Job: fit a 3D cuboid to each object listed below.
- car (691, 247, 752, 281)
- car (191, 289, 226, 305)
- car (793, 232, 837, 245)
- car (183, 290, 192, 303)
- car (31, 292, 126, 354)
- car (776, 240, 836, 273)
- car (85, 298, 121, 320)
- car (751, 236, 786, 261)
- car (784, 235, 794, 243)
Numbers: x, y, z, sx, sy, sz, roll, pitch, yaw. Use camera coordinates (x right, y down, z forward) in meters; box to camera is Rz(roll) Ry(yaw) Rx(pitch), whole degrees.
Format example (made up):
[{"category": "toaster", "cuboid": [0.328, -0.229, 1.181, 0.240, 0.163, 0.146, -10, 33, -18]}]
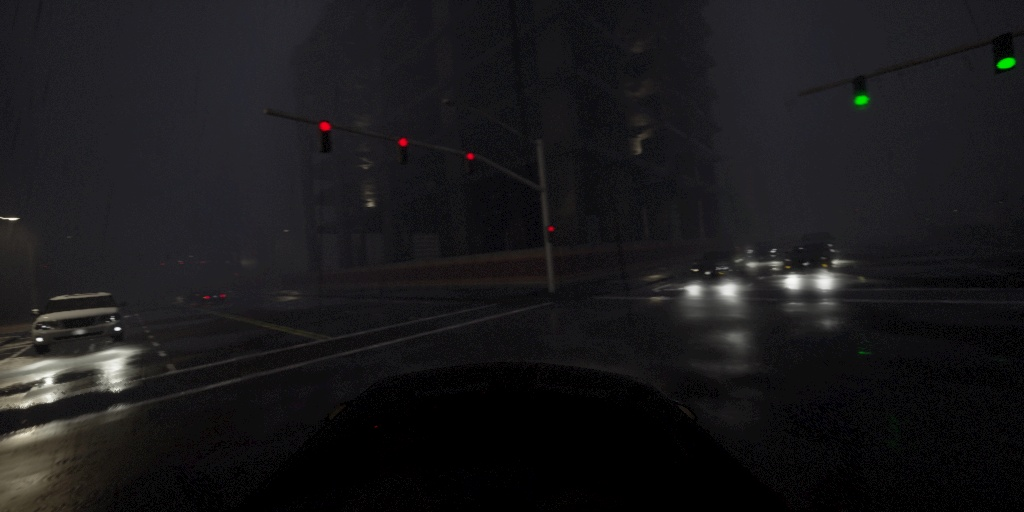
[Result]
[{"category": "car", "cuboid": [11.120, 0.441, 19.226, 1.837, 1.490, 4.892, -5, 0, 43]}, {"category": "car", "cuboid": [-30.518, 4.140, 36.341, 5.357, 1.411, 2.033, -5, -1, 43]}, {"category": "car", "cuboid": [24.066, -0.843, 28.318, 2.150, 2.045, 5.566, -5, -1, 41]}, {"category": "car", "cuboid": [-37.994, 4.775, 43.148, 4.892, 1.490, 1.837, -5, 0, 43]}, {"category": "car", "cuboid": [-17.658, 2.570, 14.806, 5.566, 2.045, 2.150, -5, -1, 42]}, {"category": "car", "cuboid": [15.870, 0.107, 19.238, 1.994, 1.385, 4.181, -5, -1, 42]}, {"category": "car", "cuboid": [-34.507, 4.401, 30.373, 4.674, 1.442, 1.812, -6, -1, 43]}, {"category": "car", "cuboid": [21.971, -0.517, 31.161, 2.097, 1.767, 4.553, -5, -1, 42]}, {"category": "car", "cuboid": [34.793, -1.614, 45.209, 2.150, 2.045, 5.566, -5, -1, 42]}]
